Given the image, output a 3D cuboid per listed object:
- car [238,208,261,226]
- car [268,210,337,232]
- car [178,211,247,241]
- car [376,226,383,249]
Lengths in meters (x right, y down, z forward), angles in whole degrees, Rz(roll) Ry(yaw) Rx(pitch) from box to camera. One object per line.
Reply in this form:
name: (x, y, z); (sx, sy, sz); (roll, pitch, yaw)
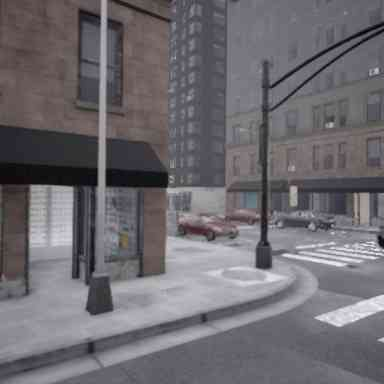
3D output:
car: (4.535, 1.999, 27.506); (1.802, 1.307, 4.206); (0, -1, -35)
car: (7.703, 1.913, 22.975); (2.008, 1.369, 4.403); (0, -1, -35)
car: (0.732, 1.815, 18.070); (1.802, 1.307, 4.206); (0, -1, -35)
car: (8.866, 1.654, 11.103); (2.128, 1.511, 4.902); (1, -1, -35)
